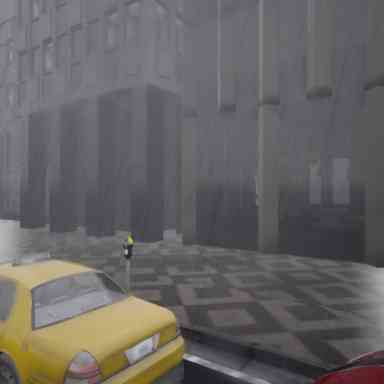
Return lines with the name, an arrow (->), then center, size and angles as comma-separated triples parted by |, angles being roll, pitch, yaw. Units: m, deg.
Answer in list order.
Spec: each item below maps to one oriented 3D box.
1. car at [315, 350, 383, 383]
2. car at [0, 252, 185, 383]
car -> 2.364, 1.439, 1.274 | 4.097, 1.590, 1.967 | 0, 0, 36
car -> -2.367, 1.524, 4.649 | 4.829, 1.417, 1.752 | 0, 0, 36
